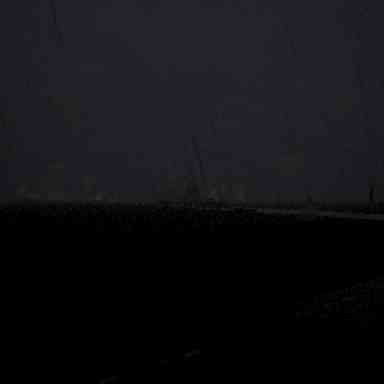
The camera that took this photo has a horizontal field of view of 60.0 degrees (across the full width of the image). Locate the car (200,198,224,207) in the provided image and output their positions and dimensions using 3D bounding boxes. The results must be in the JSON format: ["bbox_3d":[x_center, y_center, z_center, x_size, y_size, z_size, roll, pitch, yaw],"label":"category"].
[{"bbox_3d":[3.126,1.646,53.061,1.812,1.442,4.674,0,0,-35],"label":"car"}]

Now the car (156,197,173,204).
[{"bbox_3d":[-5.487,1.736,65.343,1.994,1.385,4.181,0,0,-35],"label":"car"}]

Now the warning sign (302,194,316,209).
[{"bbox_3d":[14.509,1.177,41.101,1.300,1.860,1.060,0,0,-35],"label":"warning sign"}]
